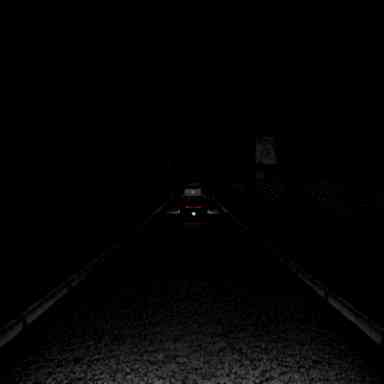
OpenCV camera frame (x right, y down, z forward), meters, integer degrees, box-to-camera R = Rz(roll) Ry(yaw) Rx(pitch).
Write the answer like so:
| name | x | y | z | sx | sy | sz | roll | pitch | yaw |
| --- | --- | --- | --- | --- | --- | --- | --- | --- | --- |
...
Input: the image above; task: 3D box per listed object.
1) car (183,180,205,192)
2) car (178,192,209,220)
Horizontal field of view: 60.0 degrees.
| name | x | y | z | sx | sy | sz | roll | pitch | yaw |
| --- | --- | --- | --- | --- | --- | --- | --- | --- | --- |
| car | 0.108 | -0.094 | 40.980 | 2.150 | 2.045 | 5.566 | 0 | 4 | 0 |
| car | 0.104 | 1.028 | 23.389 | 1.837 | 1.490 | 4.892 | 0 | 2 | 0 |
